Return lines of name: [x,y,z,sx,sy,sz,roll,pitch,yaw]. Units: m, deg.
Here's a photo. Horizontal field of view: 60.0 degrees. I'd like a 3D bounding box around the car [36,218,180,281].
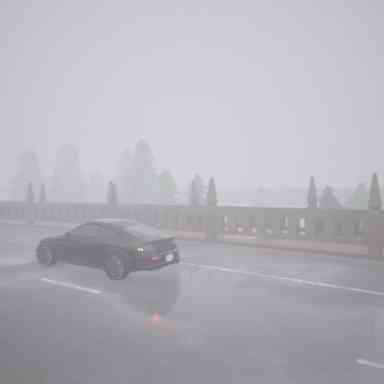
car: [-2.522,1.500,9.703,4.674,1.442,1.812,0,0,32]
